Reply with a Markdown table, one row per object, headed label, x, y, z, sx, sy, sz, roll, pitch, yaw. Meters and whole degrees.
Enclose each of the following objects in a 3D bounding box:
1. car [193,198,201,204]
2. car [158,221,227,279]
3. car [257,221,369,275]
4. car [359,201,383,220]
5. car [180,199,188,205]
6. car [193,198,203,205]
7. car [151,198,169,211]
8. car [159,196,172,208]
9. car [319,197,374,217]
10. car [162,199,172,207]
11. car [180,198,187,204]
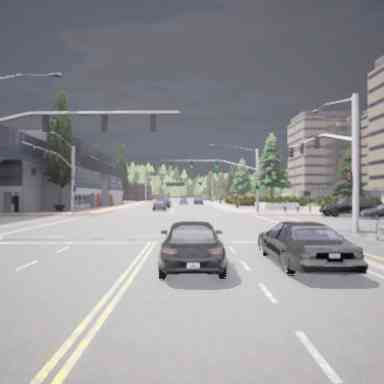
| label | x | y | z | sx | sy | sz | roll | pitch | yaw |
| --- | --- | --- | --- | --- | --- | --- | --- | --- | --- |
| car | 1.284 | 2.370 | 87.582 | 1.837 | 1.490 | 4.892 | 0 | -1 | -1 |
| car | 0.000 | 1.629 | 10.290 | 1.812 | 1.442 | 4.674 | 0 | -1 | -1 |
| car | 3.507 | 1.655 | 10.741 | 2.033 | 1.411 | 5.357 | 0 | -1 | -1 |
| car | 18.213 | 1.837 | 31.277 | 4.674 | 1.442 | 1.812 | 0 | -1 | -2 |
| car | -1.942 | 2.306 | 77.096 | 2.033 | 1.411 | 5.357 | 0 | -1 | -1 |
| car | 1.548 | 2.247 | 77.445 | 1.882 | 1.535 | 5.008 | 0 | -1 | -1 |
| car | -4.794 | 2.015 | 49.180 | 1.812 | 1.442 | 4.674 | 0 | -1 | -2 |
| car | -5.033 | 1.804 | 58.610 | 2.150 | 2.045 | 5.566 | 0 | -1 | -1 |
| car | 16.276 | 1.568 | 34.747 | 5.566 | 2.045 | 2.150 | 0 | -1 | -2 |
| car | -5.234 | 2.187 | 68.966 | 1.837 | 1.490 | 4.892 | 0 | -1 | -1 |
| car | -2.213 | 2.421 | 87.426 | 1.994 | 1.385 | 4.181 | 0 | -1 | -1 |
